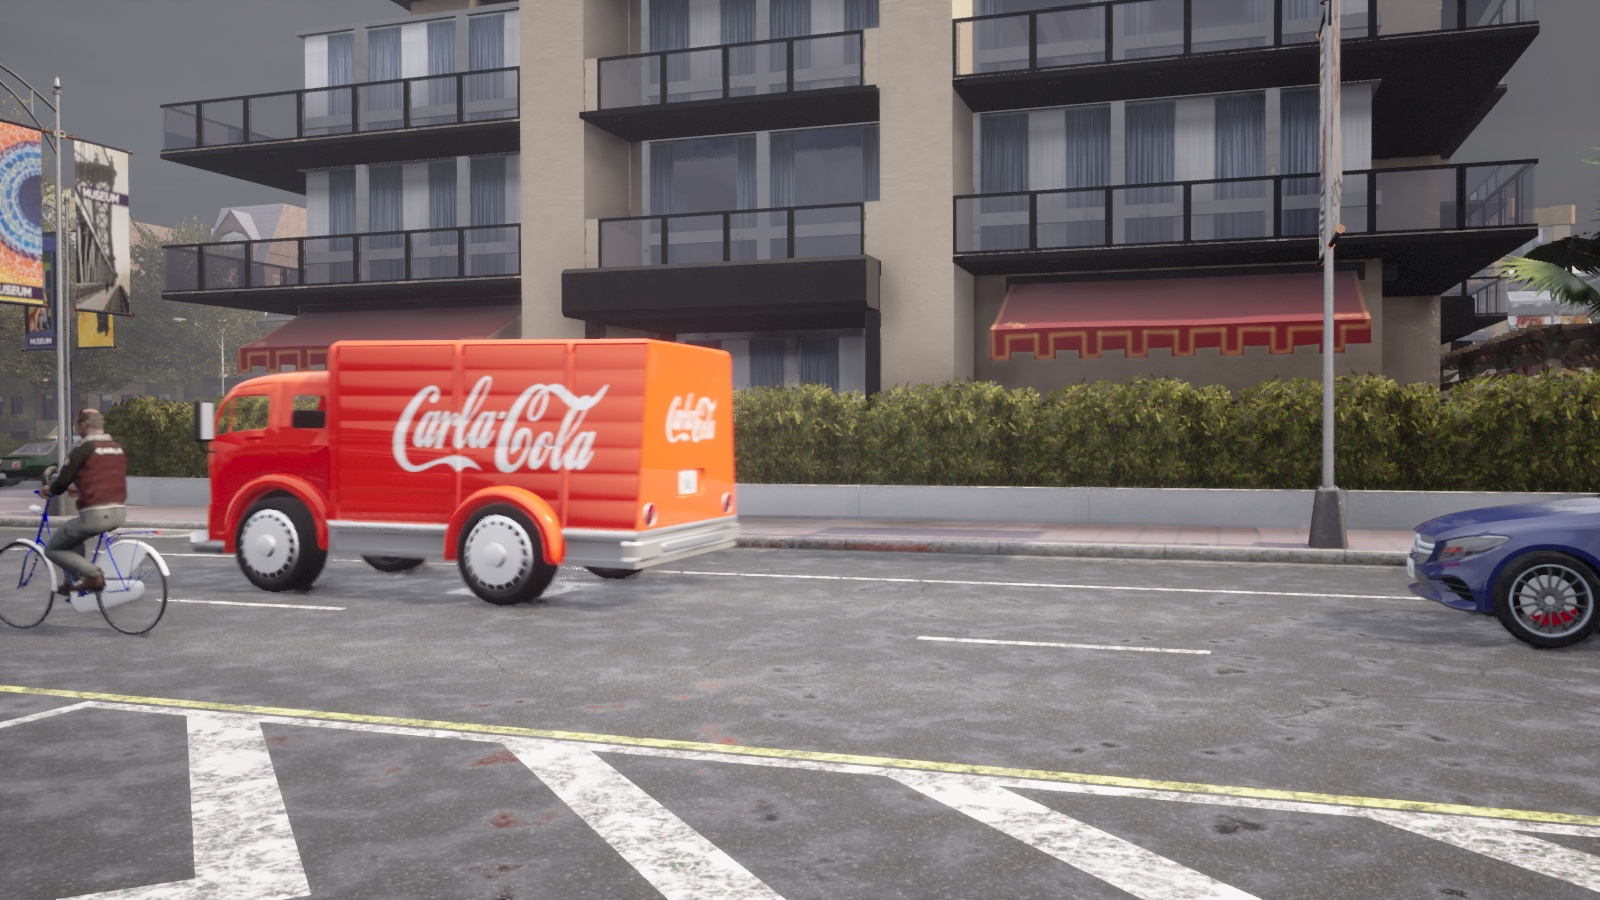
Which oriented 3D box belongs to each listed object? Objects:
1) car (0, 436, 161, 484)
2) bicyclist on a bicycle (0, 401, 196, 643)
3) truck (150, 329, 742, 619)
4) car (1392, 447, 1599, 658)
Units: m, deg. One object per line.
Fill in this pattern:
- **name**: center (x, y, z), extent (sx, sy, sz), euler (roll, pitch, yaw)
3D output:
- **car**: center (-21.731, 0.245, 37.509), extent (1.895, 1.301, 4.718), euler (1, 1, 18)
- **bicyclist on a bicycle**: center (-5.724, 0.518, 9.836), extent (1.843, 1.776, 0.659), euler (0, 1, 19)
- **truck**: center (-3.515, 0.137, 12.780), extent (5.204, 2.467, 2.627), euler (1, 1, 19)
- **car**: center (7.043, 0.731, 9.235), extent (4.674, 1.442, 1.812), euler (1, 1, 18)
